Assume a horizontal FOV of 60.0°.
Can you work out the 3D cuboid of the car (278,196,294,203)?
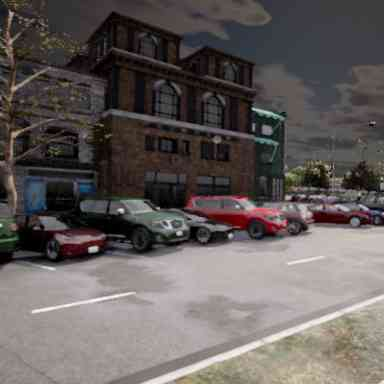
[{"bbox_3d":[22.323,1.809,78.719,2.231,1.521,4.892,1,-2,35],"label":"car"}]

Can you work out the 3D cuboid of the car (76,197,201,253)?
[{"bbox_3d":[-2.742,1.228,13.991,5.566,2.045,2.435,-1,-1,35],"label":"car"}]

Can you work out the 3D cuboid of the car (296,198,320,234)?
[{"bbox_3d":[4.610,1.377,19.200,4.553,1.767,2.185,-1,-1,35],"label":"car"}]

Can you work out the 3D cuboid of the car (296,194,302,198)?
[{"bbox_3d":[17.991,1.123,55.178,2.185,1.767,4.553,0,-1,35],"label":"car"}]

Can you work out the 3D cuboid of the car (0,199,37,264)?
[{"bbox_3d":[-7.692,1.213,10.527,5.566,2.045,2.435,-1,-1,35],"label":"car"}]

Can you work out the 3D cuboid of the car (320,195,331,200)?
[{"bbox_3d":[21.374,1.288,50.333,2.002,1.452,4.674,1,-1,35],"label":"car"}]

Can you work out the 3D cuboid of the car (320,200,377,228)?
[{"bbox_3d":[9.505,1.518,22.701,5.008,1.535,2.097,-1,-1,35],"label":"car"}]

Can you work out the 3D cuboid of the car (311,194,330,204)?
[{"bbox_3d":[27.492,1.553,71.244,2.435,2.045,5.566,1,-2,35],"label":"car"}]

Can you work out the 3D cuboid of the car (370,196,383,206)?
[{"bbox_3d":[34.357,1.675,61.299,2.185,1.767,4.553,1,-2,35],"label":"car"}]

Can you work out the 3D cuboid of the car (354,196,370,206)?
[{"bbox_3d":[32.679,1.679,63.832,2.185,1.767,4.553,1,-2,35],"label":"car"}]

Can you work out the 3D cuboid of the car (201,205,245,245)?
[{"bbox_3d":[-0.291,1.516,15.728,4.792,1.488,2.163,-1,-1,35],"label":"car"}]

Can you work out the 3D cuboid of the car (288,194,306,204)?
[{"bbox_3d":[24.086,1.558,76.265,2.435,2.045,5.566,1,-2,35],"label":"car"}]

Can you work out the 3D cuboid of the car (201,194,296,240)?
[{"bbox_3d":[2.160,1.243,17.475,5.566,2.045,2.435,-1,-1,35],"label":"car"}]

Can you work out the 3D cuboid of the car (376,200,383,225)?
[{"bbox_3d":[11.979,1.562,24.442,4.674,1.452,2.002,-1,-1,35],"label":"car"}]

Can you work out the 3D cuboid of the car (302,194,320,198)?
[{"bbox_3d":[19.688,1.250,52.764,2.231,1.521,4.892,0,-1,35],"label":"car"}]

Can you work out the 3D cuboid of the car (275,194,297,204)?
[{"bbox_3d":[16.427,1.251,57.789,1.946,1.575,5.366,0,-1,35],"label":"car"}]

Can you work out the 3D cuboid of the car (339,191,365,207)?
[{"bbox_3d":[23.052,0.995,47.876,2.435,2.045,5.566,1,-1,35],"label":"car"}]

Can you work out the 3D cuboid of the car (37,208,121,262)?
[{"bbox_3d":[-5.190,1.501,12.241,4.792,1.488,2.163,-1,-1,35],"label":"car"}]

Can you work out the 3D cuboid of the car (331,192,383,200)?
[{"bbox_3d":[14.416,1.270,26.194,5.566,2.045,2.435,-1,-1,35],"label":"car"}]

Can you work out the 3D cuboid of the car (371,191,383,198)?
[{"bbox_3d":[39.078,0.625,66.503,2.033,1.411,5.357,2,3,-34],"label":"car"}]
